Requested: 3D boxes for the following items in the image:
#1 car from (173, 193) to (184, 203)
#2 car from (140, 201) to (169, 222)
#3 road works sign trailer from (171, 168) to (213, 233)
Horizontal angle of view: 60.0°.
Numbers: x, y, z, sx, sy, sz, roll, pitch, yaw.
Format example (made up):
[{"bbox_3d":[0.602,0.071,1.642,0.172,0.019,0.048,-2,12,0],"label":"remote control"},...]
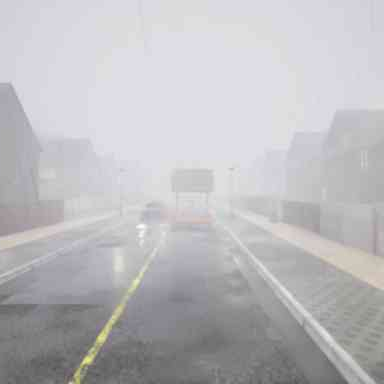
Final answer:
[{"bbox_3d":[-2.767,1.268,68.539,2.150,2.045,5.566,0,0,0],"label":"car"},{"bbox_3d":[-2.854,1.429,26.177,1.882,1.535,5.008,0,0,0],"label":"car"},{"bbox_3d":[0.001,0.422,19.392,2.380,3.560,2.880,0,0,0],"label":"road works sign trailer"}]
